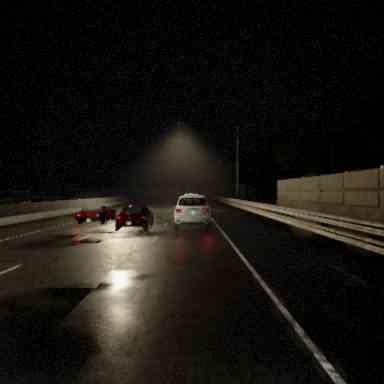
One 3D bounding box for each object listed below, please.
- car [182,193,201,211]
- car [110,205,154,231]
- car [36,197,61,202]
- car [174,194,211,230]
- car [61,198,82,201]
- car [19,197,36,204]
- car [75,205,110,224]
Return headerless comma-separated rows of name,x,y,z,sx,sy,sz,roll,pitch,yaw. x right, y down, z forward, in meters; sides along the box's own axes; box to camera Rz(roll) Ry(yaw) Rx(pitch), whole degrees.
car,-0.092,1.203,40.967,2.150,2.045,5.566,0,0,-1
car,-3.455,1.517,20.448,1.812,1.442,4.674,0,0,0
car,-21.360,1.472,50.644,1.837,1.490,4.892,0,0,0
car,0.042,1.213,21.243,2.150,2.045,5.566,0,0,0
car,-17.862,1.568,50.875,1.895,1.301,4.718,0,0,0
car,-24.862,1.457,51.399,2.128,1.511,4.902,0,0,0
car,-6.976,1.591,24.611,1.895,1.301,4.718,0,0,0
